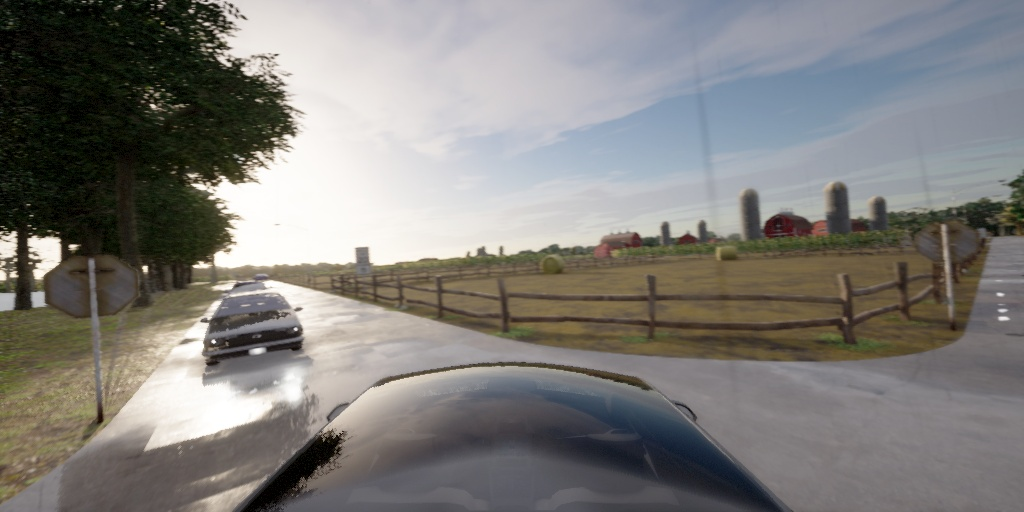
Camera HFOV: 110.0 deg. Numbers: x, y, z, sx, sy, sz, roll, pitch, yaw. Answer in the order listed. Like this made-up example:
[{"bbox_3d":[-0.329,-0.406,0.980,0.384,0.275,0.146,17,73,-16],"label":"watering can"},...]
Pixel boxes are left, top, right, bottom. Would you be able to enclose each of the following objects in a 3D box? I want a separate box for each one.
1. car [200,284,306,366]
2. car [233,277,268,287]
[{"bbox_3d":[-6.875,1.679,9.584,2.033,1.411,5.357,-4,0,-36],"label":"car"},{"bbox_3d":[-13.544,2.040,18.497,1.812,1.442,4.674,-4,0,-37],"label":"car"}]
